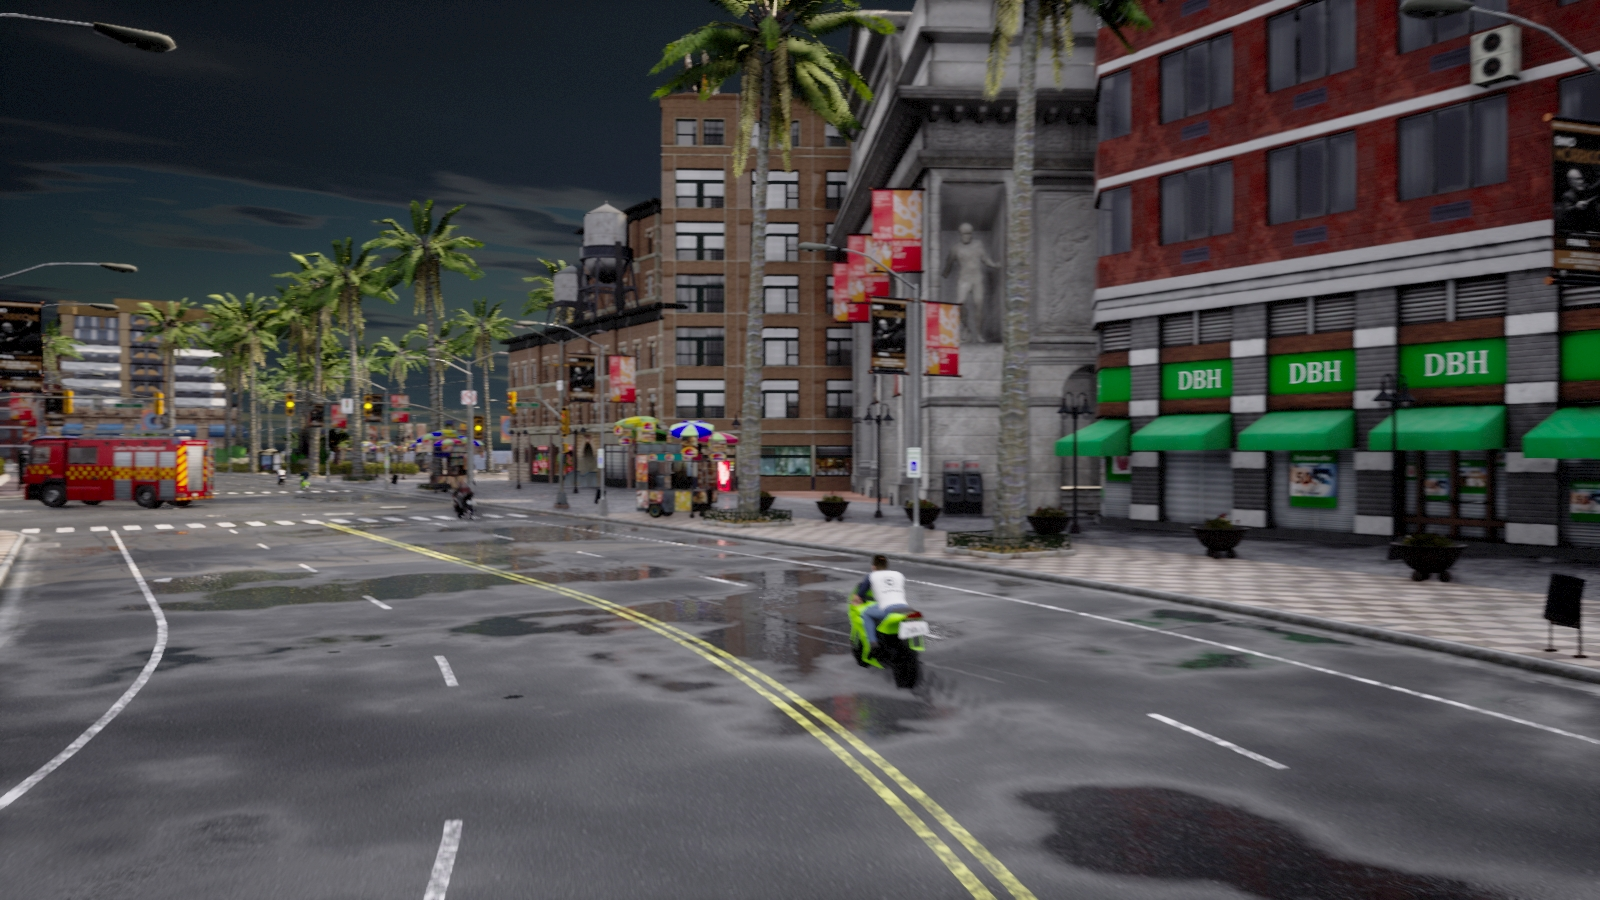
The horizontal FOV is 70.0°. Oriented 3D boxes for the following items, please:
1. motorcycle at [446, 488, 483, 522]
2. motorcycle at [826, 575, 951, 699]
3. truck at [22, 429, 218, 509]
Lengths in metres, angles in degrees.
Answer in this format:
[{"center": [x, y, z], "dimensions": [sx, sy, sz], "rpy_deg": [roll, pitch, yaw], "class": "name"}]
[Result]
[{"center": [-13.667, 2.220, 46.475], "dimensions": [0.867, 1.251, 2.209], "rpy_deg": [0, 0, -33], "class": "motorcycle"}, {"center": [1.029, 2.212, 13.878], "dimensions": [0.803, 1.145, 2.033], "rpy_deg": [-1, 0, -18], "class": "motorcycle"}, {"center": [-33.998, 0.927, 57.241], "dimensions": [8.468, 3.827, 2.891], "rpy_deg": [0, 0, 7], "class": "truck"}]
